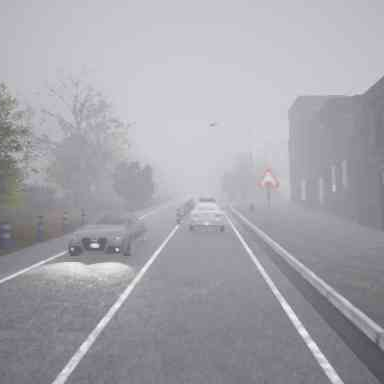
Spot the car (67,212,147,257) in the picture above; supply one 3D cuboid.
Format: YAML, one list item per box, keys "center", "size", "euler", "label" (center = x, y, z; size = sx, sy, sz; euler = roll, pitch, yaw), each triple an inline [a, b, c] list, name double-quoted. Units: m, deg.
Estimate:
- center: [-2.910, 1.431, 12.226]
  size: [1.994, 1.385, 4.181]
  euler: [0, 1, 3]
  label: "car"

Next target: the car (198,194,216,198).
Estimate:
- center: [1.669, 1.011, 36.896]
  size: [1.882, 1.535, 5.008]
  euler: [0, 1, 3]
  label: "car"

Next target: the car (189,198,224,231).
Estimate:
- center: [0.836, 1.305, 18.838]
  size: [1.812, 1.442, 4.674]
  euler: [0, 1, 2]
  label: "car"
